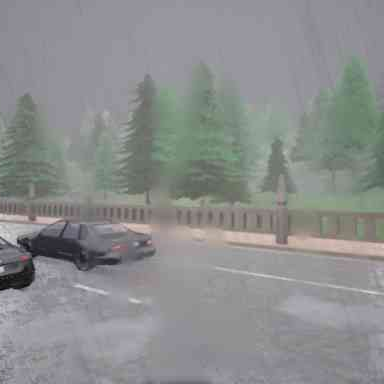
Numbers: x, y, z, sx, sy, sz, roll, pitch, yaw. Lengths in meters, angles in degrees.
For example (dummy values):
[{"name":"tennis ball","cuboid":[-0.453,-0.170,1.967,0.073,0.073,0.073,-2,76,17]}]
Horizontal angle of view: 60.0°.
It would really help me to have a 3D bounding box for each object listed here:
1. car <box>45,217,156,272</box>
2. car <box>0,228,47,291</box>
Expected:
[{"name":"car","cuboid":[-3.632,1.547,10.835,5.357,1.411,2.033,0,0,36]},{"name":"car","cuboid":[-5.600,1.564,7.937,4.181,1.385,1.994,0,0,36]}]
